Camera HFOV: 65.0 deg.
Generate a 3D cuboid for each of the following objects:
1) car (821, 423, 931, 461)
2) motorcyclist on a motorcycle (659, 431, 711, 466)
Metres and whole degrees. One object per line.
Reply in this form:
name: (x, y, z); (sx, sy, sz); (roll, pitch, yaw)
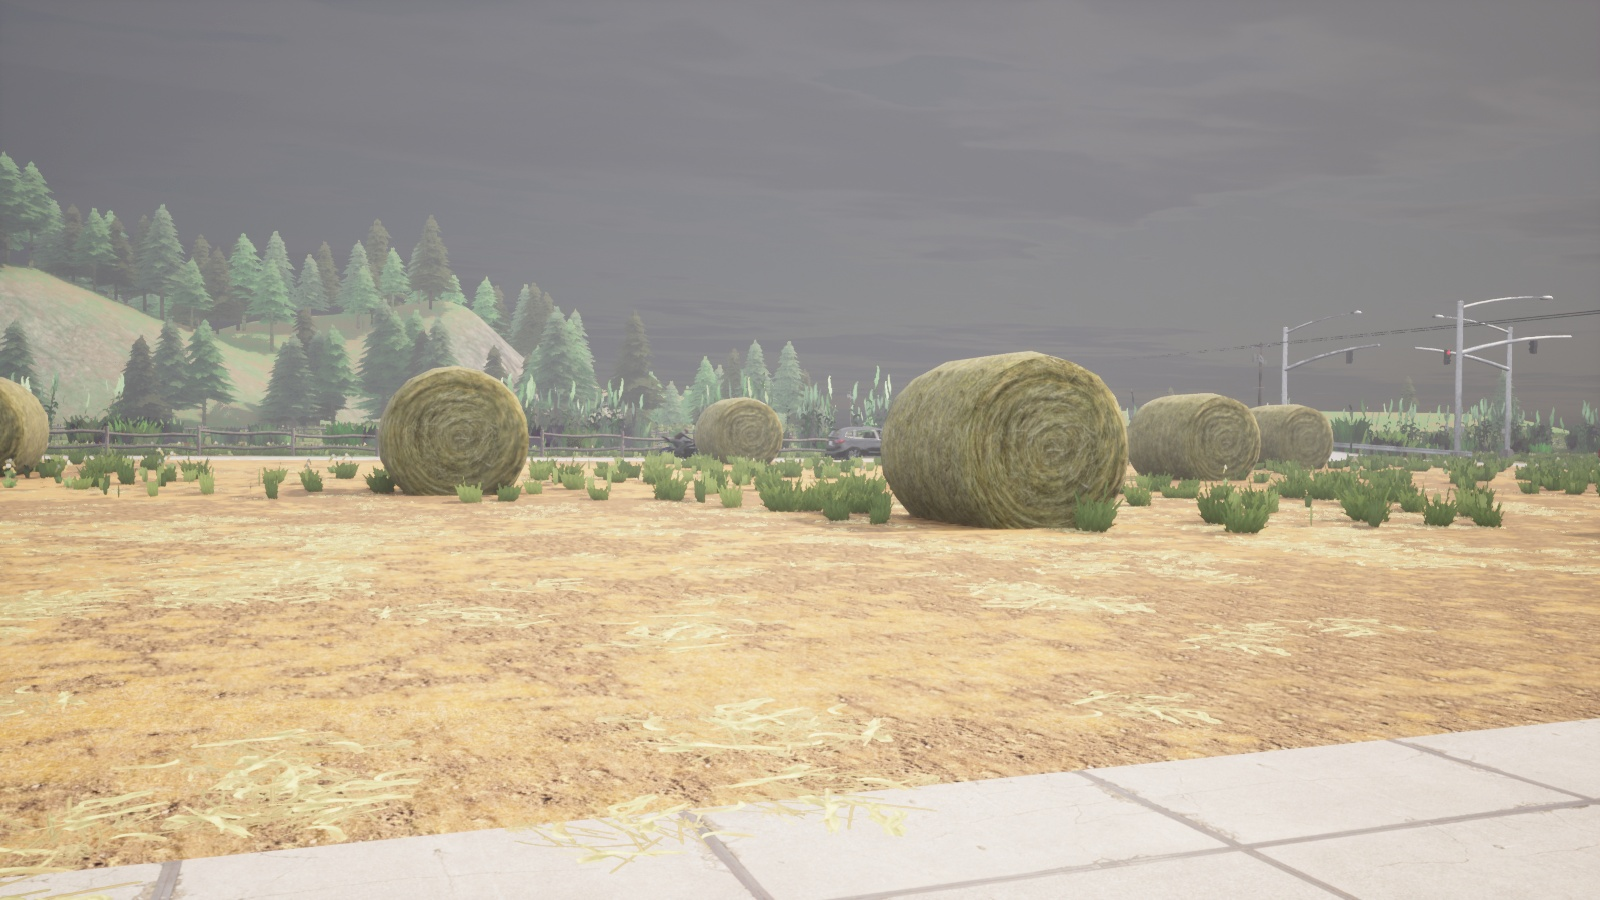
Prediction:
car: (3.534, -0.404, 58.717); (4.611, 1.667, 2.242); (-1, 1, -17)
motorcyclist on a motorcycle: (-5.149, -0.079, 56.091); (2.191, 1.530, 0.866); (-1, 1, -17)
